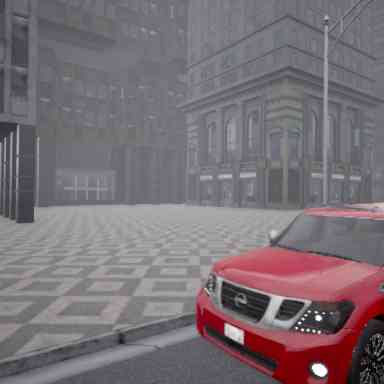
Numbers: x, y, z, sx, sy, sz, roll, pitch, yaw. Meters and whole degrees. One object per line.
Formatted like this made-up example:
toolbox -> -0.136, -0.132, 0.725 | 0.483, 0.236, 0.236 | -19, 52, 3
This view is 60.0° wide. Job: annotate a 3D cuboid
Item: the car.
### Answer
car -> 2.719, 1.224, 5.312 | 5.566, 2.045, 2.150 | 0, 0, -35
